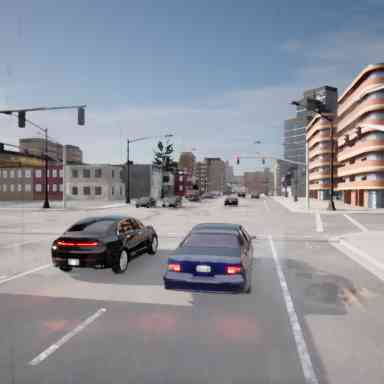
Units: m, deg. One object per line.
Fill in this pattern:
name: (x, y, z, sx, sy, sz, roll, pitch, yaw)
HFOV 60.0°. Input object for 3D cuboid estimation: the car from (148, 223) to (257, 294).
car: (0.707, 1.547, 8.956, 2.033, 1.411, 5.357, 0, 0, 11)

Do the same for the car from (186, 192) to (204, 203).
car: (0.468, 1.192, 59.675, 1.837, 1.490, 4.892, 0, 1, 11)

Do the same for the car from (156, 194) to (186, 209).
car: (-2.638, 1.405, 43.963, 2.128, 1.511, 4.902, 0, 1, 11)

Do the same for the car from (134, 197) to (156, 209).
car: (-6.118, 1.422, 44.403, 1.837, 1.490, 4.892, 0, 1, 11)

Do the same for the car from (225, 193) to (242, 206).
car: (6.153, 1.359, 51.416, 1.994, 1.385, 4.181, 0, 1, 11)

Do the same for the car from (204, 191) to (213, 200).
car: (3.508, 0.766, 74.795, 2.097, 1.767, 4.553, 0, 1, 11)

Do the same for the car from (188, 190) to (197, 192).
car: (-0.064, 0.650, 74.768, 2.150, 2.045, 5.566, 0, 1, 11)

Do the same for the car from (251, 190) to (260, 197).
car: (16.337, 0.463, 85.645, 2.097, 1.767, 4.553, 0, 1, 11)

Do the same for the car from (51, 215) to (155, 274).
car: (-2.511, 1.505, 10.700, 1.837, 1.490, 4.892, 0, 0, 11)

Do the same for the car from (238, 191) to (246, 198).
car: (12.901, 0.556, 86.310, 2.097, 1.767, 4.553, 0, 1, 11)

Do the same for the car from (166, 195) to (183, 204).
car: (-3.108, 1.299, 59.649, 1.895, 1.301, 4.718, 0, 1, 11)

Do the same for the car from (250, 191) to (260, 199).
car: (14.335, 0.879, 75.441, 2.128, 1.511, 4.902, 0, 1, 11)
